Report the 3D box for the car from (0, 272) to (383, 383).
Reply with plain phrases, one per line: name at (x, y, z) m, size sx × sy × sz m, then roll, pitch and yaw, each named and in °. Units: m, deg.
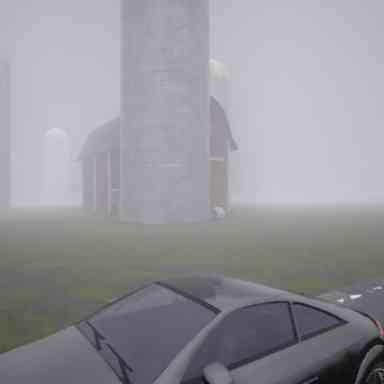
car at (0.008, 1.555, 3.037) m, size 4.181 × 1.385 × 1.994 m, roll 0°, pitch 0°, yaw -34°
